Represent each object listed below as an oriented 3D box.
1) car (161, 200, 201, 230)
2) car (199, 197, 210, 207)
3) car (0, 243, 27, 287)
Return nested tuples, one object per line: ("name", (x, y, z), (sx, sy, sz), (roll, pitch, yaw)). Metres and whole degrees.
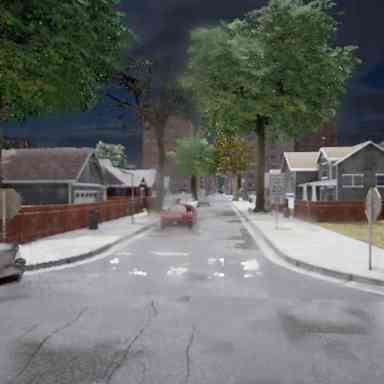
("car", (-0.736, 1.475, 21.148), (1.882, 1.535, 5.008), (0, 0, 5))
("car", (1.842, 1.499, 50.578), (1.837, 1.490, 4.892), (0, -1, 5))
("car", (-6.328, 1.536, 6.698), (5.357, 1.411, 2.033), (0, 0, -24))
